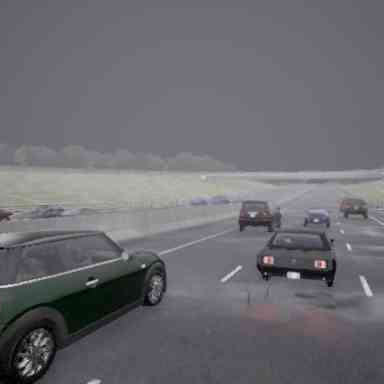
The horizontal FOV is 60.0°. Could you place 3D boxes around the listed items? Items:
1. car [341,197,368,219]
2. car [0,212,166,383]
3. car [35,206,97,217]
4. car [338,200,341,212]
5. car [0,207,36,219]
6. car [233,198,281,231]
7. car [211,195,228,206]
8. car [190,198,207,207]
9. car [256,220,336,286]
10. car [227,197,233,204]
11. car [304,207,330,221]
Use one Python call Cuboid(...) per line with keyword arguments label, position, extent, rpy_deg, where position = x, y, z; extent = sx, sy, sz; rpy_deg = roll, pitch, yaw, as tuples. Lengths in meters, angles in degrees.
Cuboid(label="car", position=(17.499, 1.711, 35.777), extent=(2.150, 2.045, 5.566), rpy_deg=(0, 0, 23))
Cuboid(label="car", position=(-2.209, 1.419, 5.842), extent=(2.097, 1.767, 4.553), rpy_deg=(0, -1, 22))
Cuboid(label="car", position=(-7.401, 1.788, 21.457), extent=(1.812, 1.442, 4.674), rpy_deg=(0, -1, 22))
Cuboid(label="car", position=(21.353, 1.687, 45.505), extent=(2.150, 2.045, 5.566), rpy_deg=(0, 0, 22))
Cuboid(label="car", position=(-10.435, 1.758, 23.323), extent=(2.128, 1.511, 4.902), rpy_deg=(0, -1, 22))
Cuboid(label="car", position=(4.773, 1.587, 23.029), extent=(2.150, 2.045, 5.566), rpy_deg=(0, -1, 23))
Cuboid(label="car", position=(5.350, 1.575, 61.972), extent=(2.150, 2.045, 5.566), rpy_deg=(0, 1, 23))
Cuboid(label="car", position=(1.239, 1.851, 61.179), extent=(1.882, 1.535, 5.008), rpy_deg=(0, 1, 23))
Cuboid(label="car", position=(3.308, 1.773, 10.128), extent=(1.895, 1.301, 4.718), rpy_deg=(0, -1, 22))
Cuboid(label="car", position=(8.344, 1.870, 60.074), extent=(1.837, 1.490, 4.892), rpy_deg=(0, 1, 23))
Cuboid(label="car", position=(10.054, 1.956, 26.728), extent=(1.812, 1.442, 4.674), rpy_deg=(0, 0, 22))
